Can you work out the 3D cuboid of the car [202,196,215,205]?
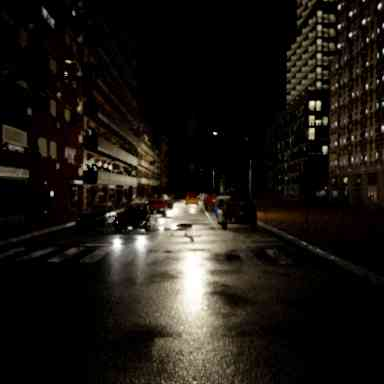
[{"bbox_3d":[2.616,1.370,53.493,1.887,1.381,4.507,0,0,0],"label":"car"}]

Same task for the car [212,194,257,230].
[{"bbox_3d":[2.666,1.235,20.333,2.192,1.841,5.009,0,0,0],"label":"car"}]

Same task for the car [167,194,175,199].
[{"bbox_3d":[-5.820,1.225,92.167,1.887,1.381,4.507,0,0,0],"label":"car"}]

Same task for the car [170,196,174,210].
[{"bbox_3d":[-3.139,1.417,39.291,1.895,1.301,4.718,0,0,0],"label":"car"}]

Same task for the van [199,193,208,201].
[{"bbox_3d":[2.585,1.117,75.598,1.690,1.788,3.998,0,0,0],"label":"van"}]

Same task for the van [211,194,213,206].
[{"bbox_3d":[2.657,1.243,25.859,1.690,1.788,3.998,0,0,0],"label":"van"}]

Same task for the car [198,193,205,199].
[{"bbox_3d":[2.560,1.188,92.178,1.967,1.590,4.097,0,0,0],"label":"car"}]

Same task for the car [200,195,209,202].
[{"bbox_3d":[2.592,1.312,70.243,1.752,1.417,4.829,0,0,0],"label":"car"}]

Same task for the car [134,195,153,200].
[{"bbox_3d":[-5.739,1.352,36.900,2.008,1.369,4.403,0,0,0],"label":"car"}]

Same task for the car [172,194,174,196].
[{"bbox_3d":[-5.795,1.253,75.586,1.887,1.381,4.507,0,0,0],"label":"car"}]

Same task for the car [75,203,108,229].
[{"bbox_3d":[-5.714,1.403,20.321,2.008,1.369,4.403,0,0,0],"label":"car"}]

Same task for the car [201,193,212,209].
[{"bbox_3d":[2.633,1.169,42.438,2.192,1.841,5.009,0,0,0],"label":"car"}]

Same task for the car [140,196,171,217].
[{"bbox_3d":[-3.135,1.370,29.294,1.812,1.442,4.674,0,0,0],"label":"car"}]

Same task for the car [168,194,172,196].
[{"bbox_3d":[-5.787,1.245,69.891,1.752,1.417,4.829,0,0,0],"label":"car"}]

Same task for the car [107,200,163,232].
[{"bbox_3d":[-3.121,1.424,19.417,2.033,1.411,5.357,0,0,0],"label":"car"}]

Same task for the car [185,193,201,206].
[{"bbox_3d":[0.037,1.293,49.343,1.882,1.535,5.008,0,0,0],"label":"car"}]
